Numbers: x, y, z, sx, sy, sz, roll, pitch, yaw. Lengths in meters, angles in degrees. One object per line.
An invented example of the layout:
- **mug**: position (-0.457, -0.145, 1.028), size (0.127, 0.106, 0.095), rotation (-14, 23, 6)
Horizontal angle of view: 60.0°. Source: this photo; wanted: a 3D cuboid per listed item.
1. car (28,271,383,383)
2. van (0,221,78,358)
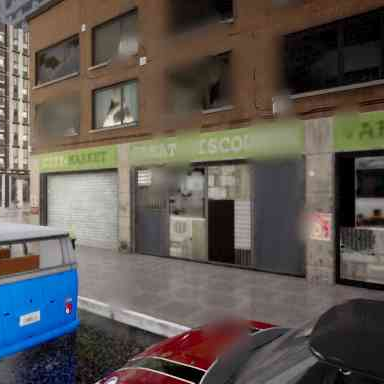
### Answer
- **car**: position (1.112, 1.440, 1.933), size (4.097, 1.590, 1.967), rotation (0, 0, 35)
- **van**: position (-3.528, 1.343, 5.228), size (3.998, 1.788, 1.690), rotation (0, 0, 35)
